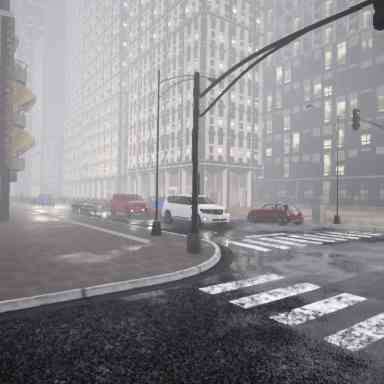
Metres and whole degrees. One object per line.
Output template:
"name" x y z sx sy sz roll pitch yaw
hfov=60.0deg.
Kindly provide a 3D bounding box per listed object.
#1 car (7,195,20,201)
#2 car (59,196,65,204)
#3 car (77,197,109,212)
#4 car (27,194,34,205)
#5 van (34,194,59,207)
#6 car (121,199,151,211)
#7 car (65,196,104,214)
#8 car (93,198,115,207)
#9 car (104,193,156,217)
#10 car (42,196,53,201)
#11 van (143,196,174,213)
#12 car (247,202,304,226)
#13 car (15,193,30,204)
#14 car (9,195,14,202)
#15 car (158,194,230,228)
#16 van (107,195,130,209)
"car" -40.030 1.377 74.513 2.008 1.369 4.403 1 -1 -35
"car" -23.997 1.433 61.815 1.882 1.535 5.008 1 -1 -35
"car" -11.530 1.412 38.597 2.128 1.511 4.902 1 -1 -35
"car" -23.760 1.432 51.428 1.802 1.307 4.206 1 -1 -35
"van" -20.501 1.197 46.813 1.690 1.788 3.998 1 -1 -35
"car" -7.148 1.584 42.405 2.008 1.369 4.403 1 -1 -35
"car" -10.743 1.427 32.961 2.008 1.369 4.403 1 -1 -35
"car" -13.657 1.586 51.638 1.947 1.339 4.313 1 -1 -35
"car" -5.688 1.155 30.297 2.150 2.045 5.566 1 -1 -35
"car" -36.437 1.570 83.957 1.802 1.307 4.206 1 -1 -35
"van" -3.890 1.382 37.790 1.690 1.788 3.998 1 -1 -35
"car" 5.871 1.505 23.938 1.967 1.590 4.097 1 -1 -35
"car" -30.264 1.154 60.665 2.192 1.841 5.009 1 -1 -35
"car" -36.776 1.396 69.896 1.947 1.339 4.313 1 -1 -35
"car" 0.084 1.170 22.104 2.150 2.045 5.566 1 -1 -35
"van" -10.398 1.368 47.024 1.690 1.788 3.998 1 -1 -35
